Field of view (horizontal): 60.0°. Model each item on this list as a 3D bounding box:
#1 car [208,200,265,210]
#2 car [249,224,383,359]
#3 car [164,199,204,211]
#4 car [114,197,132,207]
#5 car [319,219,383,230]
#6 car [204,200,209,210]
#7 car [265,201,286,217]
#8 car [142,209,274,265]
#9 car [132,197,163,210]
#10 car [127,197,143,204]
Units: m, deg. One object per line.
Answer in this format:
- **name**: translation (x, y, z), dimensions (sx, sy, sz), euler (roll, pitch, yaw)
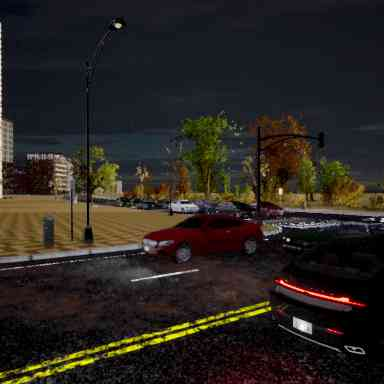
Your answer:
- **car**: translation (3.795, 1.564, 29.216), dimensions (1.837, 1.490, 4.892), euler (0, 0, -32)
- **car**: translation (3.452, 1.504, 5.733), dimensions (4.892, 1.490, 1.837), euler (0, 0, -34)
- **car**: translation (-1.007, 1.607, 37.004), dimensions (1.812, 1.442, 4.674), euler (0, 0, -31)
- **car**: translation (-11.238, 1.627, 54.202), dimensions (1.837, 1.490, 4.892), euler (0, 0, -29)
- **car**: translation (5.229, 1.600, 11.084), dimensions (4.718, 1.301, 1.895), euler (0, 0, -33)
- **car**: translation (1.511, 1.618, 39.111), dimensions (2.033, 1.411, 5.357), euler (0, 0, -32)
- **car**: translation (6.597, 1.573, 30.849), dimensions (1.812, 1.442, 4.674), euler (0, 0, -30)
- **car**: translation (0.509, 1.525, 11.841), dimensions (4.674, 1.442, 1.812), euler (0, 0, -34)
- **car**: translation (-6.189, 1.667, 45.535), dimensions (1.994, 1.385, 4.181), euler (0, 0, -31)
- **car**: translation (-11.849, 1.681, 68.807), dimensions (1.994, 1.385, 4.181), euler (0, 0, -29)
